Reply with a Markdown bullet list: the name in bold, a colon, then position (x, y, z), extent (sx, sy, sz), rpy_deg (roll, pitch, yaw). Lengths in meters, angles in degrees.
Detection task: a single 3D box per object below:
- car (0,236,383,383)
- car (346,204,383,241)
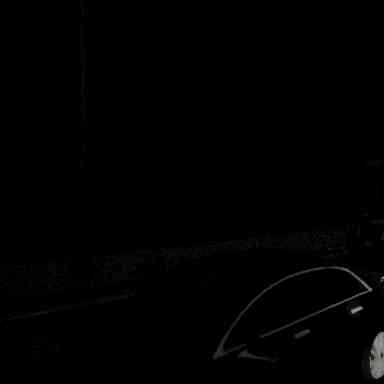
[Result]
- **car**: position (0.537, 1.504, 3.764), extent (4.892, 1.490, 1.837), rpy_deg (0, 0, -36)
- **car**: position (7.666, 1.307, 11.995), extent (5.009, 1.841, 2.192), rpy_deg (0, 0, -35)
